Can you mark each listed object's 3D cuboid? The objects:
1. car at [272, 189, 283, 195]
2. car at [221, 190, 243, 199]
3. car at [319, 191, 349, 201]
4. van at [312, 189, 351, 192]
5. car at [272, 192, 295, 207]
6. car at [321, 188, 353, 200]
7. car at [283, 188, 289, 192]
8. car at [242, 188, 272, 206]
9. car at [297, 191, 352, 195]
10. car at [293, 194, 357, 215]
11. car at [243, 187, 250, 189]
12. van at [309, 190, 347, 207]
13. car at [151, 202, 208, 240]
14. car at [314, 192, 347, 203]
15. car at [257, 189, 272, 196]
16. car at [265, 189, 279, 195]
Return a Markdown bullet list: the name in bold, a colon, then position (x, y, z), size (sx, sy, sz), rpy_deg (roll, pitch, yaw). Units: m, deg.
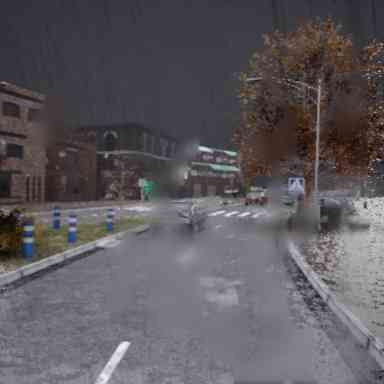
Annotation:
- **car**: position (11.926, 0.740, 49.901), size (1.837, 1.490, 4.892), rpy_deg (2, 2, 25)
- **car**: position (6.835, 0.337, 59.795), size (2.097, 1.535, 5.008), rpy_deg (2, 2, 26)
- **car**: position (26.221, 0.702, 61.448), size (4.792, 1.488, 2.163), rpy_deg (2, 2, 28)
- **van**: position (13.629, 0.932, 34.180), size (4.442, 1.987, 1.878), rpy_deg (2, 1, 22)
- **car**: position (11.535, 1.022, 41.040), size (1.994, 1.385, 4.181), rpy_deg (2, 2, 22)
- **car**: position (28.839, 0.343, 66.241), size (5.566, 2.045, 2.435), rpy_deg (2, 2, 30)
- **car**: position (16.017, 0.507, 51.285), size (2.150, 2.045, 5.566), rpy_deg (2, 2, 25)
- **car**: position (8.027, 0.733, 40.808), size (2.097, 1.767, 4.553), rpy_deg (2, 2, 23)
- **car**: position (12.732, 1.073, 31.571), size (4.553, 1.767, 2.185), rpy_deg (2, 1, 22)
- **car**: position (11.664, 1.233, 29.033), size (4.892, 1.521, 2.231), rpy_deg (2, 1, 22)
- **car**: position (9.284, 0.279, 64.712), size (2.163, 1.488, 4.792), rpy_deg (2, 2, 28)
- **van**: position (17.993, 0.781, 44.061), size (4.442, 1.987, 1.878), rpy_deg (2, 2, 24)
- **car**: position (-0.430, 1.233, 15.534), size (2.128, 1.511, 4.902), rpy_deg (2, 1, 12)
- **car**: position (22.501, 0.852, 54.006), size (4.792, 1.488, 2.163), rpy_deg (2, 2, 26)
- **car**: position (17.353, 0.089, 79.294), size (2.002, 1.452, 4.674), rpy_deg (2, 1, 31)
- **car**: position (20.215, 0.071, 84.040), size (2.002, 1.452, 4.674), rpy_deg (2, 1, 32)
